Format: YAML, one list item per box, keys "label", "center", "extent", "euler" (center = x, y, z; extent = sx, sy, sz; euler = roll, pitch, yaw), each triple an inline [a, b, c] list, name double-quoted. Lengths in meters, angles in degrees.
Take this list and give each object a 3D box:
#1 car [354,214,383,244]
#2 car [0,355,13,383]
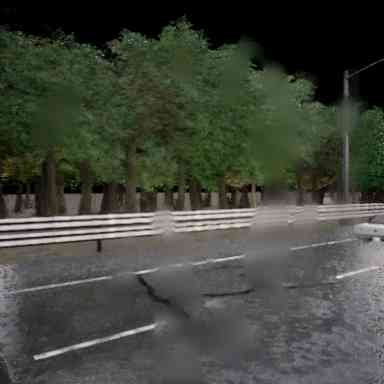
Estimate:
- label: "car"
  center: [9.216, 1.596, 14.621]
  extent: [4.718, 1.301, 1.895]
  euler: [0, 0, -35]
- label: "car"
  center: [-3.402, 1.506, 1.321]
  extent: [4.892, 1.490, 1.837]
  euler: [0, 0, -35]
